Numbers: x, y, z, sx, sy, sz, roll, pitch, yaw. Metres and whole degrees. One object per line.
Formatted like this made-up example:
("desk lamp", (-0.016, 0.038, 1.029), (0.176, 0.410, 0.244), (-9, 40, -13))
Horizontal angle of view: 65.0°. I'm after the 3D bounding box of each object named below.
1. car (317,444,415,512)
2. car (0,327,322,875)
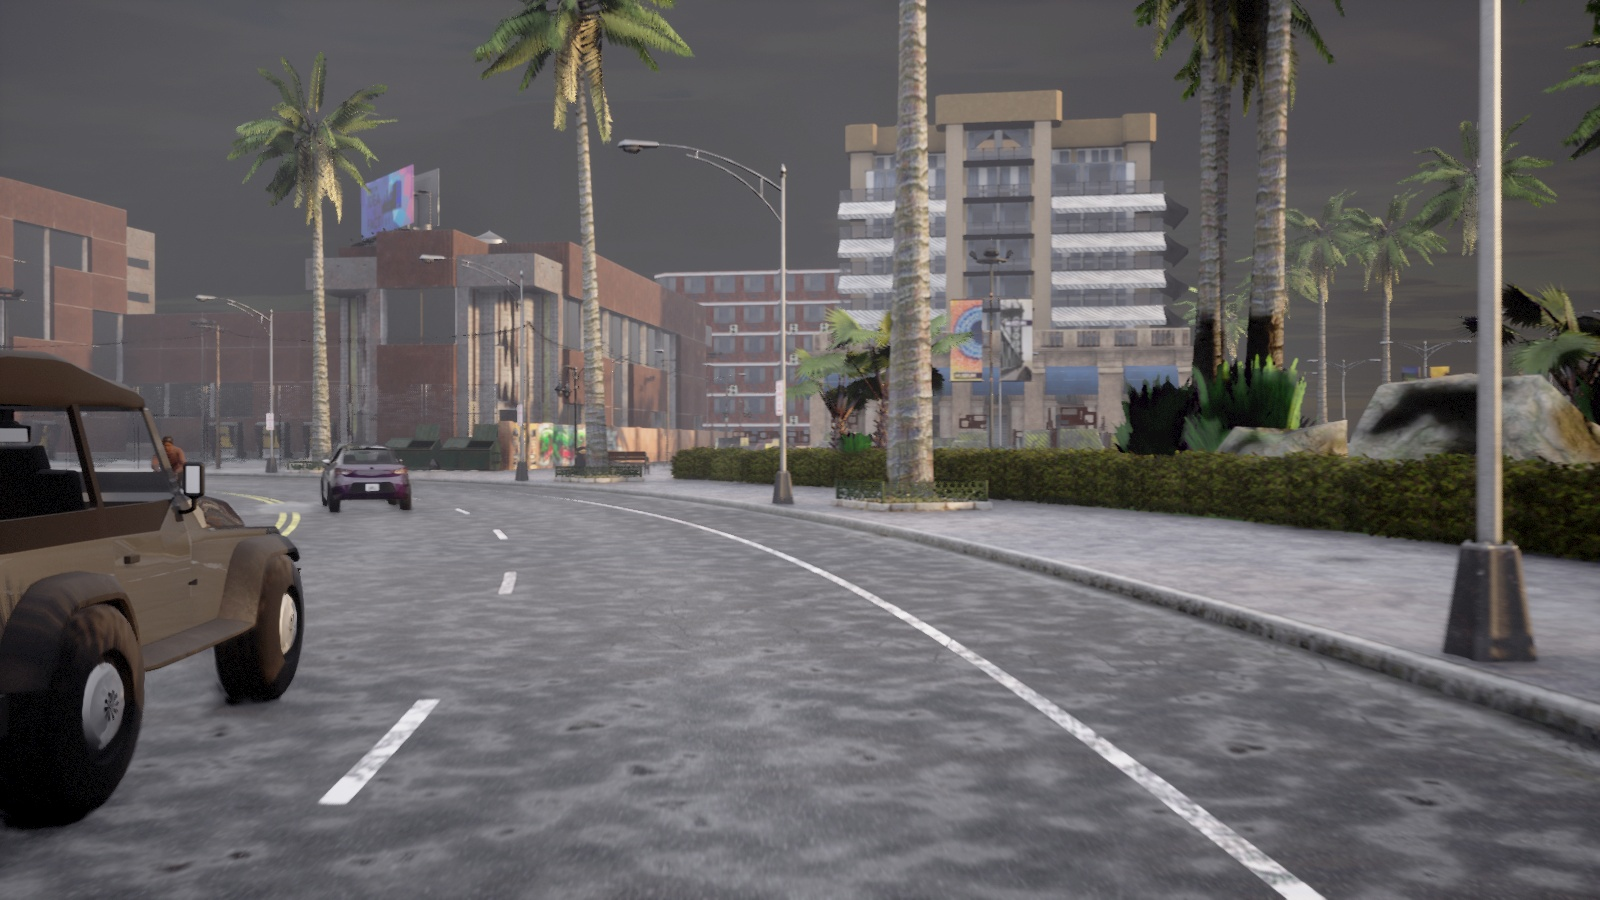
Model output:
("car", (-10.144, 0.588, 29.180), (1.816, 1.474, 4.193), (0, 0, -24))
("car", (-3.844, 0.506, 6.038), (1.905, 1.878, 3.866), (0, 0, -5))
